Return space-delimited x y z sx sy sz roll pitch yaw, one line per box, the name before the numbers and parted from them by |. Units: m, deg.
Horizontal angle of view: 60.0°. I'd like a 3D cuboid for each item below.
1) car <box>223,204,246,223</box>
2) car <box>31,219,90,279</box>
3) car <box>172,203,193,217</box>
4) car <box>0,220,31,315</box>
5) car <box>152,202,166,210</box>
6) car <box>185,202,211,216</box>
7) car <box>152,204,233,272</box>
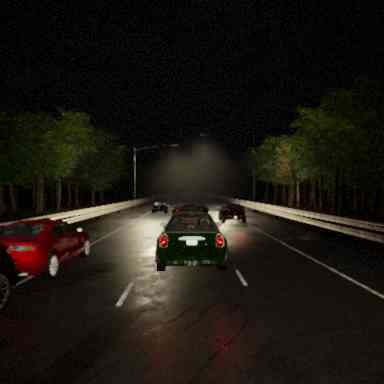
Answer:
car | 3.265 1.747 27.674 1.837 1.490 4.892 0 -2 -1
car | -4.671 1.577 10.402 1.882 1.535 5.008 0 -1 -1
car | -1.133 1.928 36.720 1.895 1.301 4.718 -2 0 -6
car | -4.595 1.268 4.433 2.150 2.045 5.566 0 -1 -1
car | -3.919 1.924 41.411 2.033 1.411 5.357 0 0 -1
car | 0.588 1.919 38.504 1.994 1.385 4.181 1 0 -13
car | -0.033 1.455 11.390 2.097 1.767 4.553 0 -1 -1
